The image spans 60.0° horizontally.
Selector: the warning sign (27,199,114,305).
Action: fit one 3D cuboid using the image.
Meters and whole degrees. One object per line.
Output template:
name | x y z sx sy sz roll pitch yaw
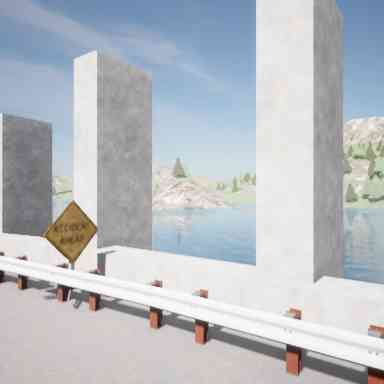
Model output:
warning sign | -2.455 1.099 6.798 1.060 1.860 1.300 0 0 34
